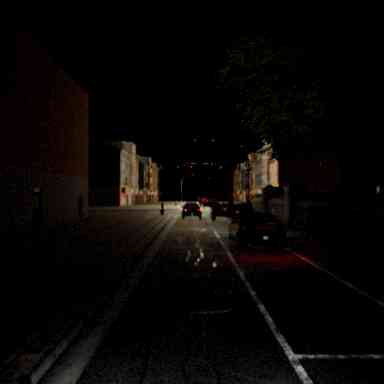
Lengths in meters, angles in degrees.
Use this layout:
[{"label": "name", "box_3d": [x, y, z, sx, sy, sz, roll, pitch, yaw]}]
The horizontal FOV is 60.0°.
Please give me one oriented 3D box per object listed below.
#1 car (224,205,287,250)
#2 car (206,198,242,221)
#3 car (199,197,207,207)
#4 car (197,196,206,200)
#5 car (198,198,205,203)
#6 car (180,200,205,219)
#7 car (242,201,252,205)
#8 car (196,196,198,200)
[{"label": "car", "box_3d": [2.752, 1.570, 14.912, 1.882, 1.535, 5.008, 0, 0, 0]}, {"label": "car", "box_3d": [2.653, 1.504, 29.079, 2.192, 1.841, 5.009, 1, 0, 0]}, {"label": "car", "box_3d": [2.653, 1.944, 55.506, 1.887, 1.381, 4.507, 1, -1, 0]}, {"label": "car", "box_3d": [2.655, 2.091, 71.818, 1.887, 1.381, 4.507, 1, -1, 0]}, {"label": "car", "box_3d": [2.657, 2.344, 93.566, 1.802, 1.307, 4.206, 0, -1, 0]}, {"label": "car", "box_3d": [-0.047, 1.731, 31.228, 1.812, 1.442, 4.674, 0, 0, -2]}, {"label": "car", "box_3d": [7.928, 1.846, 41.903, 5.357, 1.411, 2.033, 0, -1, 1]}, {"label": "car", "box_3d": [2.657, 1.913, 77.257, 2.192, 1.841, 5.009, 1, -1, 0]}]
